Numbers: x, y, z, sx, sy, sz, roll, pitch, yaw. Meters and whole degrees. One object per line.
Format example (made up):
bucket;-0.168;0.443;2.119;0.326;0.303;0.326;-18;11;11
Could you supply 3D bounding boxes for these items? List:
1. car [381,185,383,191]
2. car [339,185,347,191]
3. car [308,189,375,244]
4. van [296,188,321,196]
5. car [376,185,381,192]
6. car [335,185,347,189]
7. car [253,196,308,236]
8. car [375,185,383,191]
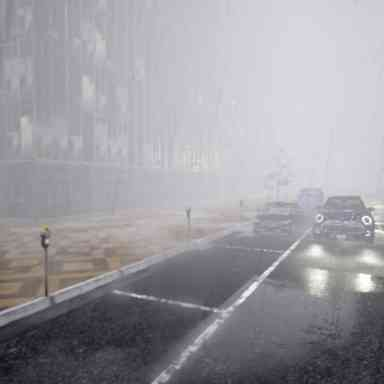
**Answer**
car;34.326;-0.200;57.560;1.887;1.381;4.507;1;2;26
car;39.441;-1.138;86.778;1.887;1.381;4.507;1;2;26
car;6.310;0.944;13.789;2.097;1.767;4.553;1;2;26
van;9.144;0.575;25.575;1.690;1.788;3.998;1;2;26
car;41.899;-0.665;72.859;1.947;1.339;4.313;1;2;26
car;31.867;-0.648;71.479;1.887;1.381;4.507;1;2;26
car;4.094;1.090;15.382;2.008;1.369;4.403;1;2;26
car;46.948;-0.993;83.057;1.947;1.339;4.313;1;2;26
